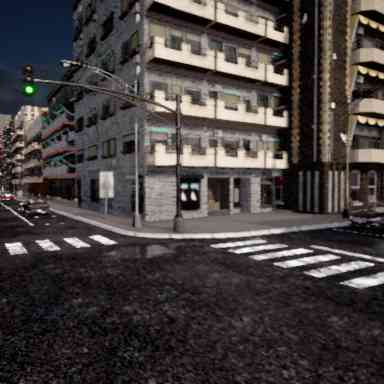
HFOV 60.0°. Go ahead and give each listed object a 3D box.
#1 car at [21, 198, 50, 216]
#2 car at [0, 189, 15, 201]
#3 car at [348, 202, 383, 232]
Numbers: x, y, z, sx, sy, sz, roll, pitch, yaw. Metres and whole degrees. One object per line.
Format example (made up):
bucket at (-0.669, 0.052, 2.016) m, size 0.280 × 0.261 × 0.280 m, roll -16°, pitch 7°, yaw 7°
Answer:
car at (-12.677, 1.145, 26.922) m, size 2.008 × 1.369 × 4.403 m, roll -3°, pitch 2°, yaw -32°
car at (-30.856, 0.664, 55.565) m, size 1.967 × 1.590 × 4.097 m, roll -3°, pitch 2°, yaw -32°
car at (9.808, 1.177, 16.938) m, size 4.403 × 1.369 × 2.008 m, roll -1°, pitch 2°, yaw -32°
